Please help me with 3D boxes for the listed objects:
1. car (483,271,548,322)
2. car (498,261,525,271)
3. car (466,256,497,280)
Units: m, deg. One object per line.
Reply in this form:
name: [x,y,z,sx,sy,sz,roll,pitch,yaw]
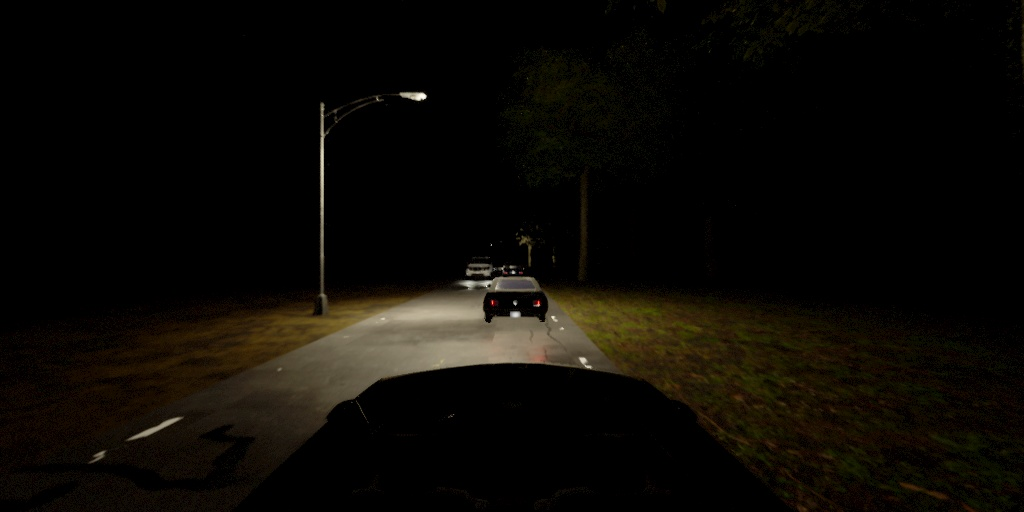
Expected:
car: [0.101,1.370,12.364,1.895,1.301,4.718,0,0,0]
car: [0.096,1.365,30.489,2.033,1.411,5.357,0,0,0]
car: [-2.851,1.050,32.577,2.150,2.045,5.566,0,0,0]
